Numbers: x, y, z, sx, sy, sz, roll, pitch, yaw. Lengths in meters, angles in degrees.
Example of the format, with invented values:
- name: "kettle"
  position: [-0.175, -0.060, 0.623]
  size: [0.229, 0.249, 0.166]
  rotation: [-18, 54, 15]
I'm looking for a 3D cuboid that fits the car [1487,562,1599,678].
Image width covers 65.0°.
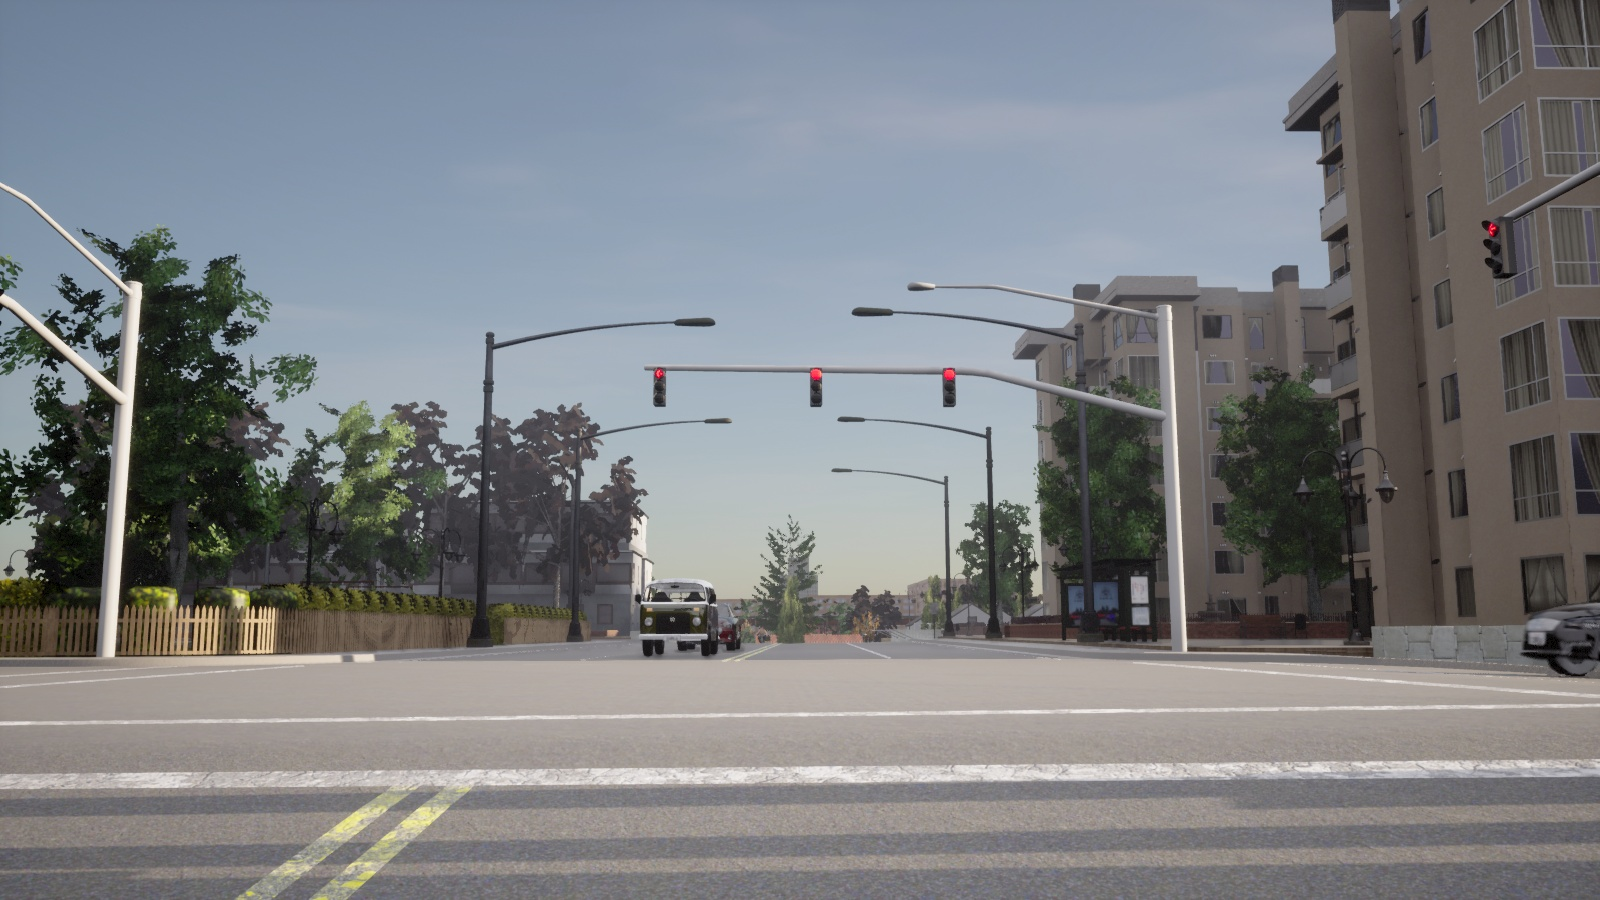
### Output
- name: "car"
  position: [12.875, 2.600, 18.002]
  size: [4.902, 1.511, 2.128]
  rotation: [4, -8, 0]

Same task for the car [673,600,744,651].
- name: "car"
  position: [-3.073, 6.025, 43.031]
  size: [2.033, 1.649, 4.856]
  rotation: [0, -8, 0]

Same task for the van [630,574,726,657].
- name: "van"
  position: [-3.167, 4.443, 33.519]
  size: [2.069, 2.038, 4.480]
  rotation: [0, -8, 1]
